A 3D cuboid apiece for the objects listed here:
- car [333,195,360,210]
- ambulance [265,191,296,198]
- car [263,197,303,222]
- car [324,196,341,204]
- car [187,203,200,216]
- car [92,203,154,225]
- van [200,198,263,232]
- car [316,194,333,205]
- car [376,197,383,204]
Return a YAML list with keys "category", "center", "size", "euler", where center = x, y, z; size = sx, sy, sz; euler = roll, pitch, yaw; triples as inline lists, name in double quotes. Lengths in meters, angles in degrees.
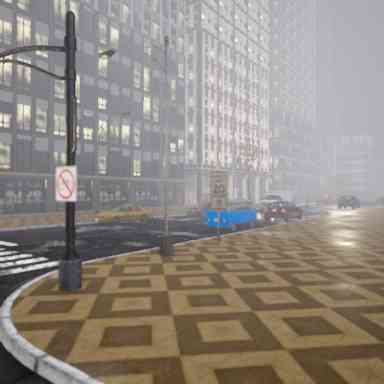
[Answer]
- category: "car"
  center: [21.059, 1.364, 44.595]
  size: [2.192, 1.841, 5.009]
  euler: [0, 0, 38]
- category: "ambulance"
  center: [10.099, 1.054, 39.075]
  size: [2.351, 2.431, 6.366]
  euler: [0, 0, 38]
- category: "car"
  center: [7.478, 1.467, 26.964]
  size: [1.967, 1.590, 4.097]
  euler: [0, 0, 38]
- category: "car"
  center: [28.397, 1.615, 67.035]
  size: [2.008, 1.369, 4.403]
  euler: [0, 0, 38]
- category: "car"
  center: [1.235, 1.593, 31.773]
  size: [1.802, 1.307, 4.206]
  euler: [0, 0, 38]
- category: "car"
  center: [-4.875, 1.530, 24.053]
  size: [1.752, 1.417, 4.829]
  euler: [0, 0, 38]
- category: "van"
  center: [2.514, 1.362, 20.336]
  size: [1.690, 1.788, 3.998]
  euler: [0, 0, 38]
- category: "car"
  center: [25.002, 1.371, 62.628]
  size: [2.192, 1.841, 5.009]
  euler: [0, 0, 38]
- category: "car"
  center: [38.034, 1.654, 66.633]
  size: [1.947, 1.339, 4.313]
  euler: [0, 0, 38]
